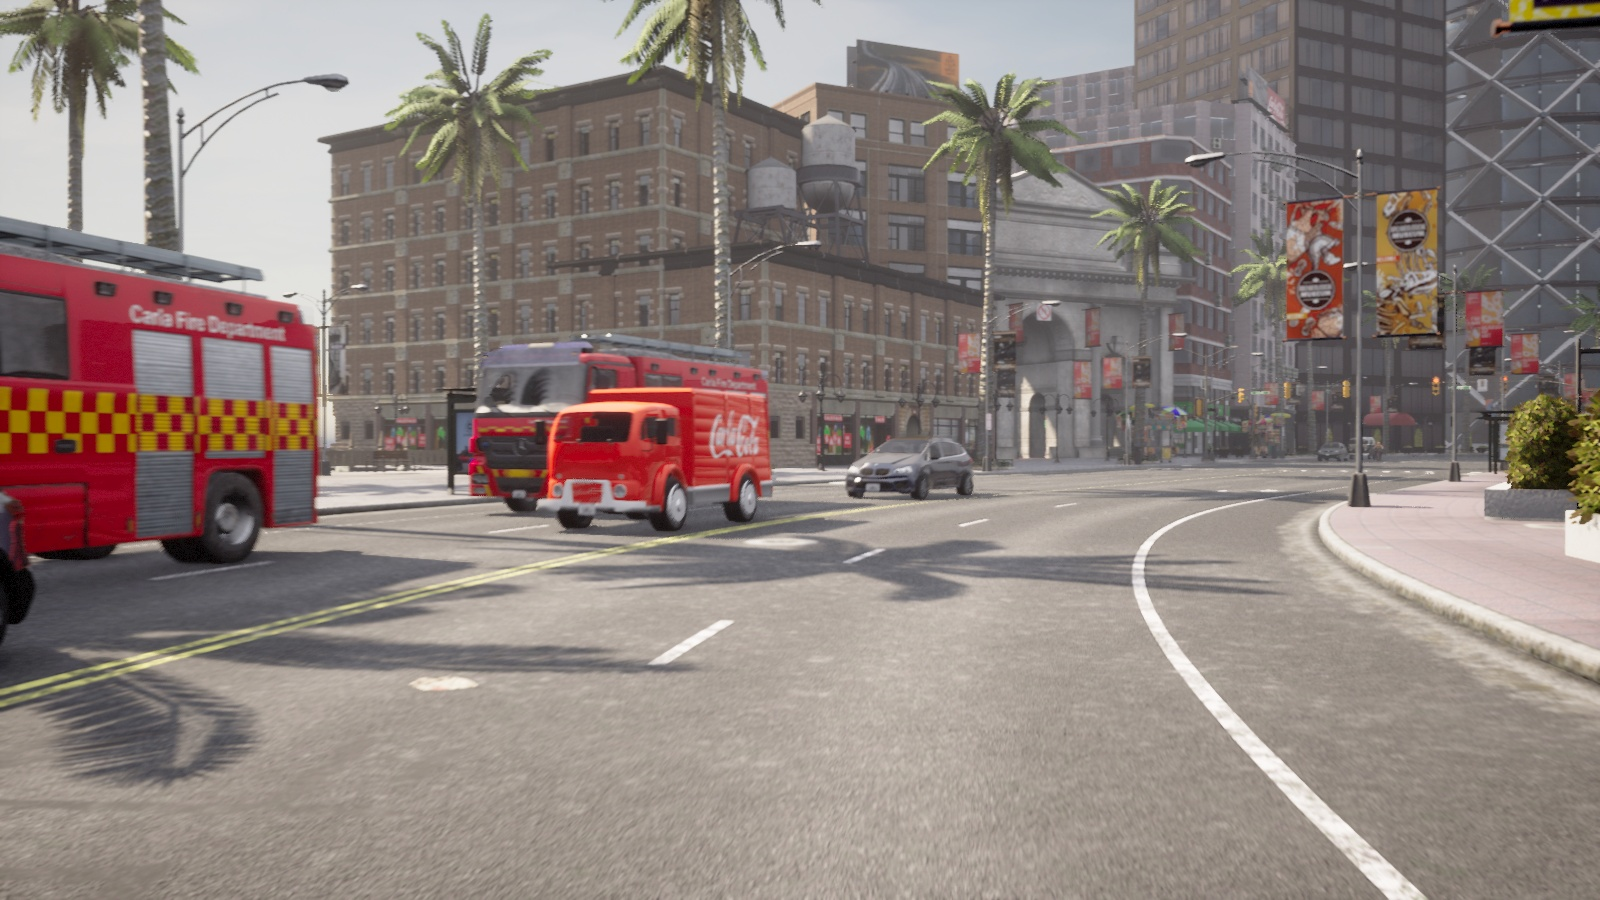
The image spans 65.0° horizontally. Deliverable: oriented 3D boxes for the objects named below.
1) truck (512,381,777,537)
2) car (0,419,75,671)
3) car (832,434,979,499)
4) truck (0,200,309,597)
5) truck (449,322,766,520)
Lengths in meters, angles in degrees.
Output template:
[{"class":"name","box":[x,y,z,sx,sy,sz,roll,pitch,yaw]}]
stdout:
[{"class":"truck","box":[-2.611,0.127,22.713,2.627,2.467,5.204,0,0,21]},{"class":"car","box":[-6.477,0.629,6.614,2.033,1.649,4.856,0,0,8]},{"class":"car","box":[2.999,0.400,34.678,2.242,1.667,4.611,0,0,31]},{"class":"truck","box":[-8.975,-0.506,13.063,2.891,3.827,8.468,0,0,13]},{"class":"truck","box":[-3.993,-0.586,28.669,2.891,3.827,8.468,0,0,26]}]
